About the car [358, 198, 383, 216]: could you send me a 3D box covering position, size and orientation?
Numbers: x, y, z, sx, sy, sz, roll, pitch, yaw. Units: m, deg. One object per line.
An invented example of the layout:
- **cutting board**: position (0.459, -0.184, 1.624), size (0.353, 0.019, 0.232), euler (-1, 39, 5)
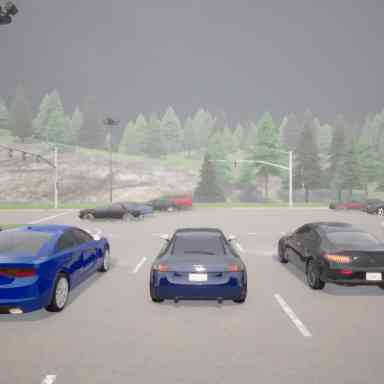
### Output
- **car**: position (19.224, 1.506, 32.281), size (4.892, 1.490, 1.837), euler (1, 0, -1)

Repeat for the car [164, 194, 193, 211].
- **car**: position (-2.611, 1.221, 40.732), size (5.566, 2.045, 2.150), euler (0, 0, -9)

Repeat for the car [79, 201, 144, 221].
- **car**: position (-6.343, 1.601, 25.783), size (4.718, 1.301, 1.895), euler (0, 0, -12)

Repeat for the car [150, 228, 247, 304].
- **car**: position (0.162, 1.564, 8.228), size (1.994, 1.385, 4.181), euler (0, 0, 1)

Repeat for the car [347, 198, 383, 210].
- **car**: position (22.740, 1.525, 42.838), size (4.674, 1.442, 1.812), euler (0, 0, 0)

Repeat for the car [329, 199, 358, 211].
- **car**: position (18.461, 1.564, 39.248), size (4.181, 1.385, 1.994), euler (0, 0, -2)

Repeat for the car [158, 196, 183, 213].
- **car**: position (-3.842, 1.505, 36.923), size (4.892, 1.490, 1.837), euler (0, 0, -10)

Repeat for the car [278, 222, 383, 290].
- **car**: position (3.679, 1.526, 8.965), size (1.812, 1.442, 4.674), euler (0, 0, 1)

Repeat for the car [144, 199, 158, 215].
- **car**: position (-5.999, 1.547, 29.446), size (5.357, 1.411, 2.033), euler (0, 0, -12)

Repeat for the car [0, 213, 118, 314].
- **car**: position (-3.351, 1.478, 7.730), size (1.882, 1.535, 5.008), euler (0, 0, 1)
